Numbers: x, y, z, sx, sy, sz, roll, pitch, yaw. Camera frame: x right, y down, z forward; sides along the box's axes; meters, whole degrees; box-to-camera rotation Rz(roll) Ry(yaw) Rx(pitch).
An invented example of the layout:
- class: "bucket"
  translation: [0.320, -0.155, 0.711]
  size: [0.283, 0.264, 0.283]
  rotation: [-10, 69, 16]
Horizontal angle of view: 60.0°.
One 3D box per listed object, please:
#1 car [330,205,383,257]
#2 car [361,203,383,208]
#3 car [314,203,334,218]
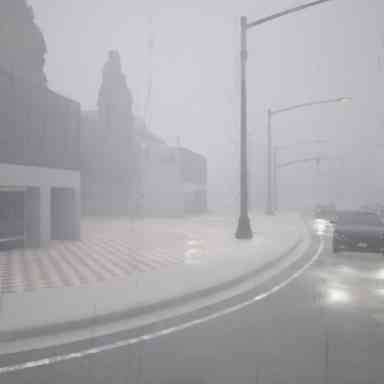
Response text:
- class: "car"
  translation: [6.726, 1.533, 13.537]
  size: [1.882, 1.535, 5.008]
  rotation: [0, 0, 23]
- class: "car"
  translation: [15.792, 1.681, 29.100]
  size: [1.994, 1.385, 4.181]
  rotation: [0, 0, 17]
- class: "car"
  translation: [12.749, 1.731, 31.747]
  size: [1.895, 1.301, 4.718]
  rotation: [0, 0, 17]
